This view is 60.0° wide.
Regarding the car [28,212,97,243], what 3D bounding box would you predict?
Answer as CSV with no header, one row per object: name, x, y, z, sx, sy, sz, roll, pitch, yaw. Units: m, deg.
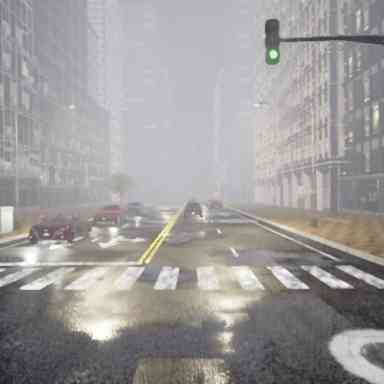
car,-6.589,1.743,17.021,1.994,1.385,4.181,-1,0,0

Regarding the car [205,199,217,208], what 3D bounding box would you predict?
car,3.269,1.916,56.991,1.812,1.442,4.674,-1,0,0

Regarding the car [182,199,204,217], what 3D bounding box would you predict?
car,0.110,1.751,33.799,1.837,1.490,4.892,-1,0,0

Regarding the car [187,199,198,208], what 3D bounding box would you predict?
car,0.101,1.928,57.575,1.837,1.490,4.892,-1,0,0

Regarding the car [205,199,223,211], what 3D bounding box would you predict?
car,3.264,1.791,46.572,1.882,1.535,5.008,-1,0,0

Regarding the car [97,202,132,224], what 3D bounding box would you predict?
car,-6.563,1.737,27.345,1.882,1.535,5.008,-1,0,1

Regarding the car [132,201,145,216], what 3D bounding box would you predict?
car,-6.491,1.816,37.720,1.882,1.535,5.008,-1,0,0
